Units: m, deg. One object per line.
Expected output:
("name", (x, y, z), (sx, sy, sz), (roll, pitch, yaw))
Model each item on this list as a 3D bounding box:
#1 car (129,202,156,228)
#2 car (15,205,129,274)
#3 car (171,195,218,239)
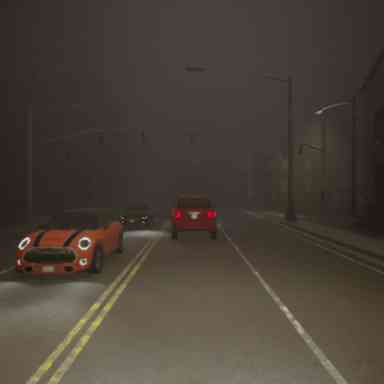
("car", (-3.503, 1.471, 21.949), (1.837, 1.490, 4.892), (0, 0, 0))
("car", (-3.574, 1.336, 10.543), (2.097, 1.767, 4.553), (0, 0, 0))
("car", (0.098, 1.190, 17.232), (2.150, 2.045, 5.566), (0, -1, 0))
